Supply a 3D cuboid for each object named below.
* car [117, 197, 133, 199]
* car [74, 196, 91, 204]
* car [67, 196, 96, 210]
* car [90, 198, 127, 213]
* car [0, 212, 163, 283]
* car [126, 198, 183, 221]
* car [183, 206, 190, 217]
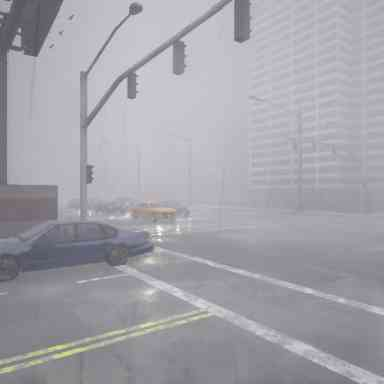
[{"bbox_3d":[-7.596,1.352,38.992,2.097,1.767,4.553,0,0,-35],"label":"car"},{"bbox_3d":[-21.519,1.526,65.122,1.812,1.442,4.674,0,0,-35],"label":"car"},{"bbox_3d":[-14.509,1.547,42.720,2.033,1.411,5.357,0,0,-35],"label":"car"},{"bbox_3d":[-8.488,1.601,34.177,1.895,1.301,4.718,0,0,-35],"label":"car"},{"bbox_3d":[-3.782,1.547,9.894,5.357,1.411,2.033,0,0,-36],"label":"car"},{"bbox_3d":[-3.105,1.478,26.550,1.882,1.535,5.008,0,0,-35],"label":"car"},{"bbox_3d":[-2.048,1.526,31.124,1.812,1.442,4.674,0,0,-35],"label":"car"}]
